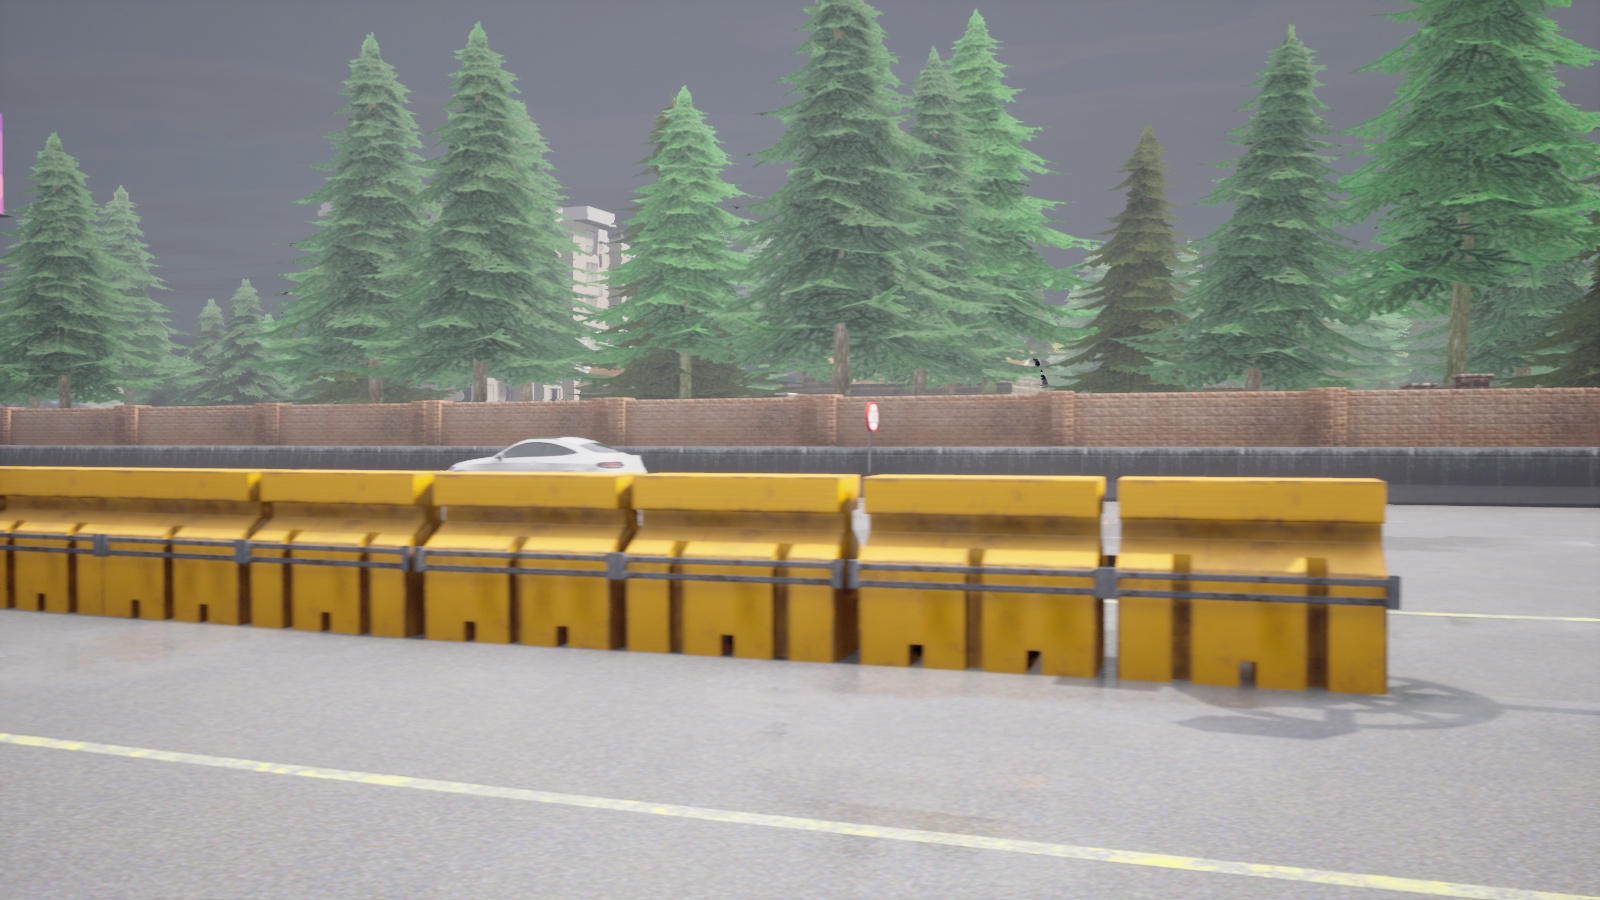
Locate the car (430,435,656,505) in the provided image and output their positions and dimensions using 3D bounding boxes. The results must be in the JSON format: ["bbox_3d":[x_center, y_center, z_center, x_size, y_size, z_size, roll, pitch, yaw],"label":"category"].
[{"bbox_3d":[-5.702,0.394,27.831,4.674,1.442,1.812,1,1,22],"label":"car"}]
